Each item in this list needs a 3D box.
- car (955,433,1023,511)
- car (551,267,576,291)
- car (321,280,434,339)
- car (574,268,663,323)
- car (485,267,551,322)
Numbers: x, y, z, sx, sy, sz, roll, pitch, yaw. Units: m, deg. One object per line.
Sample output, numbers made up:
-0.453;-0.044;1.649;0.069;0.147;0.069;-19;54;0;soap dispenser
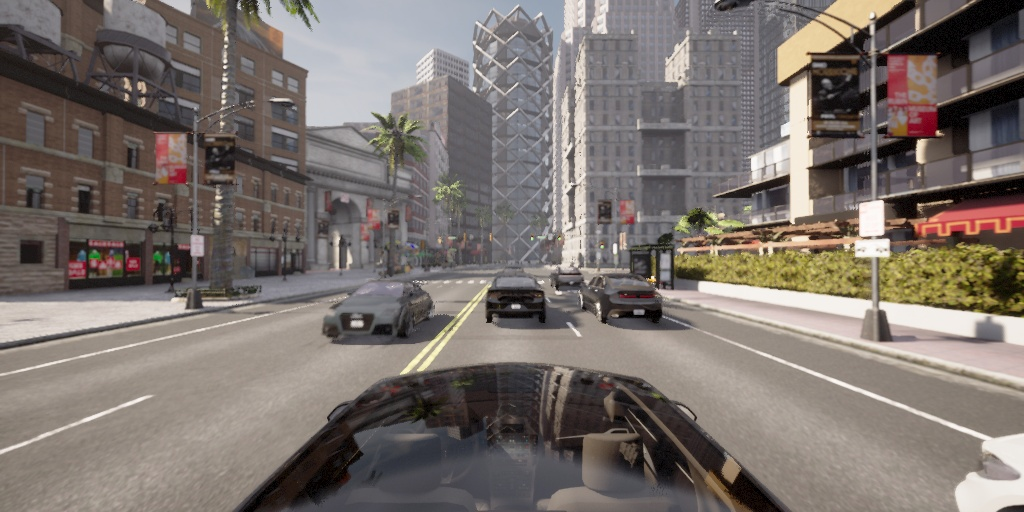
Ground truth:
3.653;1.261;0.188;1.812;1.442;4.674;0;0;-1;car
3.615;1.454;24.121;2.128;1.511;4.902;0;-1;0;car
-3.584;1.395;10.293;1.994;1.385;4.181;0;-1;0;car
3.611;1.359;12.616;1.837;1.490;4.892;0;0;0;car
0.113;1.333;12.843;1.882;1.535;5.008;0;0;0;car
